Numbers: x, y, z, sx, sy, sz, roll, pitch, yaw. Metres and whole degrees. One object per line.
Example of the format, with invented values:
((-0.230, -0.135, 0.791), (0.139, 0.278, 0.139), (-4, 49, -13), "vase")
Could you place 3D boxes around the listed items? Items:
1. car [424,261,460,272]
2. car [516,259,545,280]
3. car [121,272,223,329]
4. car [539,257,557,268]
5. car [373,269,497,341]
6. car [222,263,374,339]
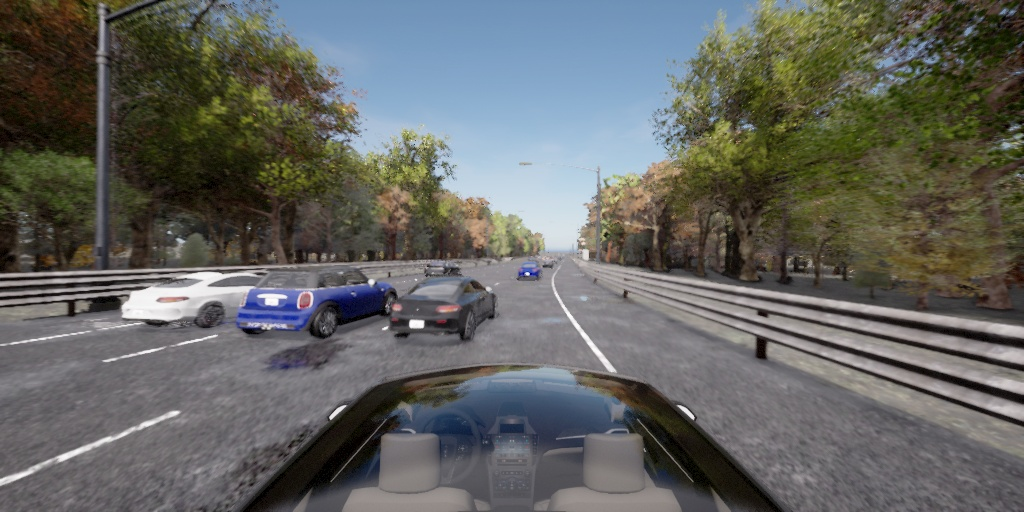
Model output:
((-5.659, 1.150, 29.664), (2.128, 1.511, 4.902), (1, 0, 9), "car")
((1.561, 1.248, 30.577), (1.812, 1.442, 4.674), (1, 0, 9), "car")
((-8.553, 1.187, 10.814), (1.812, 1.442, 4.674), (1, 0, 9), "car")
((5.808, 1.249, 58.251), (2.033, 1.411, 5.357), (1, 0, 9), "car")
((-1.636, 1.257, 9.752), (1.812, 1.442, 4.674), (0, 0, 9), "car")
((-5.103, 1.053, 10.198), (2.097, 1.767, 4.553), (1, 0, 9), "car")
